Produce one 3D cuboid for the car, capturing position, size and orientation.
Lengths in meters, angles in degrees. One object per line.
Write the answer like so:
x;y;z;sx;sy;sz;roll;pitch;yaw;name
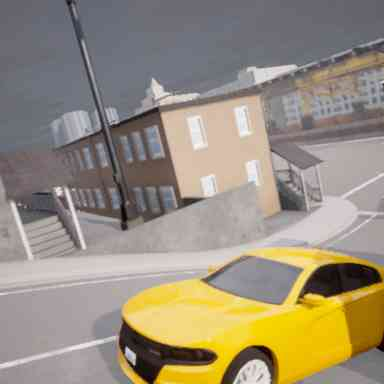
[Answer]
1.409;1.610;4.976;5.008;1.535;1.882;4;-2;-34;car
